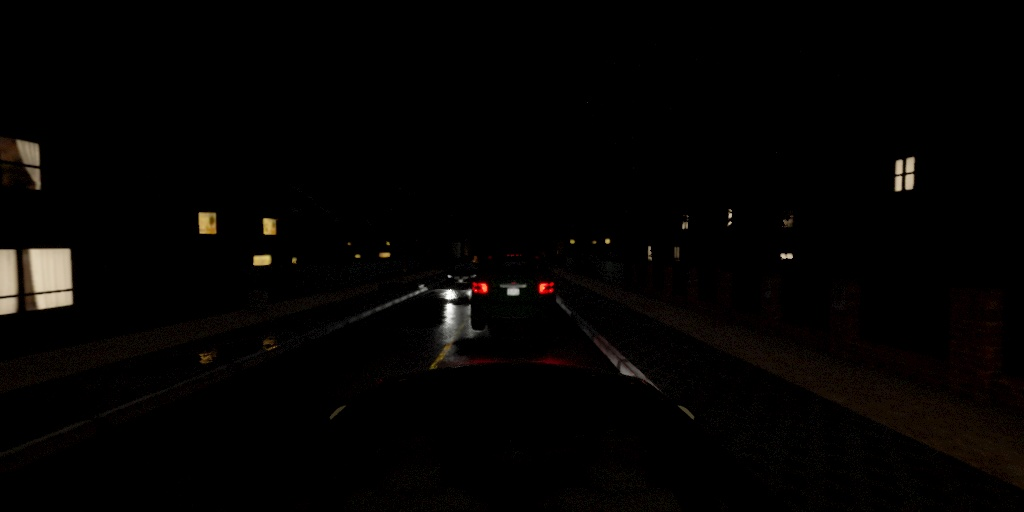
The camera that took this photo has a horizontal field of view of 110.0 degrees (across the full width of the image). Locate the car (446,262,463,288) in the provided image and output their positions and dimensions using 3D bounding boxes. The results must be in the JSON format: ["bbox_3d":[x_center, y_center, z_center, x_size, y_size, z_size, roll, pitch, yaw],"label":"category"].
[{"bbox_3d":[-2.849,1.108,22.267,1.812,1.442,4.674,0,0,0],"label":"car"}]

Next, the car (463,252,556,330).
[{"bbox_3d":[0.051,0.893,10.915,2.150,2.045,5.566,0,0,0],"label":"car"}]
